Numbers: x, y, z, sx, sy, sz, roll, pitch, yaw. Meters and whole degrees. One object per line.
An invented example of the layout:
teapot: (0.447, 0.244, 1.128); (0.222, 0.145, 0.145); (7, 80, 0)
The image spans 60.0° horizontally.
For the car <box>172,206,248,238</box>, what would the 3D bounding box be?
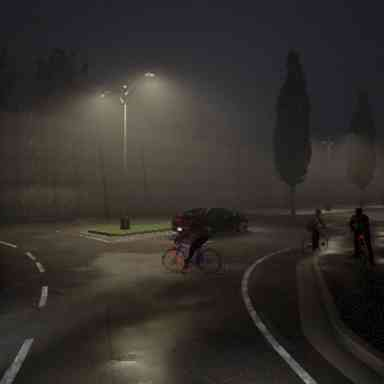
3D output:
car: (1.071, 1.501, 17.548); (1.837, 1.490, 4.892); (-1, -1, 43)

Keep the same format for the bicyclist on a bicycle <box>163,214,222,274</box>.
bicyclist on a bicycle: (-0.009, 1.451, 9.184); (1.656, 1.620, 0.582); (0, 0, 7)

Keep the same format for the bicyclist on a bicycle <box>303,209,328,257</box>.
bicyclist on a bicycle: (4.429, 1.450, 11.878); (1.656, 1.620, 0.582); (0, 0, -38)

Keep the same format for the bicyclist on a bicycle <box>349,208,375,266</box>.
bicyclist on a bicycle: (4.968, 1.300, 9.845); (0.582, 1.620, 1.656); (0, 0, 18)
